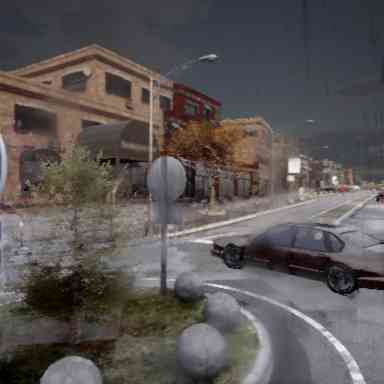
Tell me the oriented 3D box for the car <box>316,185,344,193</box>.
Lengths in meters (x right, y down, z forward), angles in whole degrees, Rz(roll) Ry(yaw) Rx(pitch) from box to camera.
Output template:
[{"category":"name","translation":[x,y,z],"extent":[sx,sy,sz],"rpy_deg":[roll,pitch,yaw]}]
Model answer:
[{"category":"car","translation":[33.132,-0.709,81.004],"extent":[5.566,2.045,2.435],"rpy_deg":[1,1,32]}]

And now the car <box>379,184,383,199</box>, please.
[{"category":"car","translation":[29.136,-0.124,49.509],"extent":[2.150,2.045,5.566],"rpy_deg":[1,2,31]}]

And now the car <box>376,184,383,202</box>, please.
[{"category":"car","translation":[24.074,0.235,41.097],"extent":[2.097,1.767,4.553],"rpy_deg":[1,2,32]}]

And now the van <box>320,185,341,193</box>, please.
[{"category":"van","translation":[34.712,-0.727,83.293],"extent":[4.442,1.987,1.878],"rpy_deg":[1,1,32]}]

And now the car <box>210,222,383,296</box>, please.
[{"category":"car","translation":[2.915,1.494,8.662],"extent":[2.033,1.411,5.357],"rpy_deg":[0,0,-42]}]
